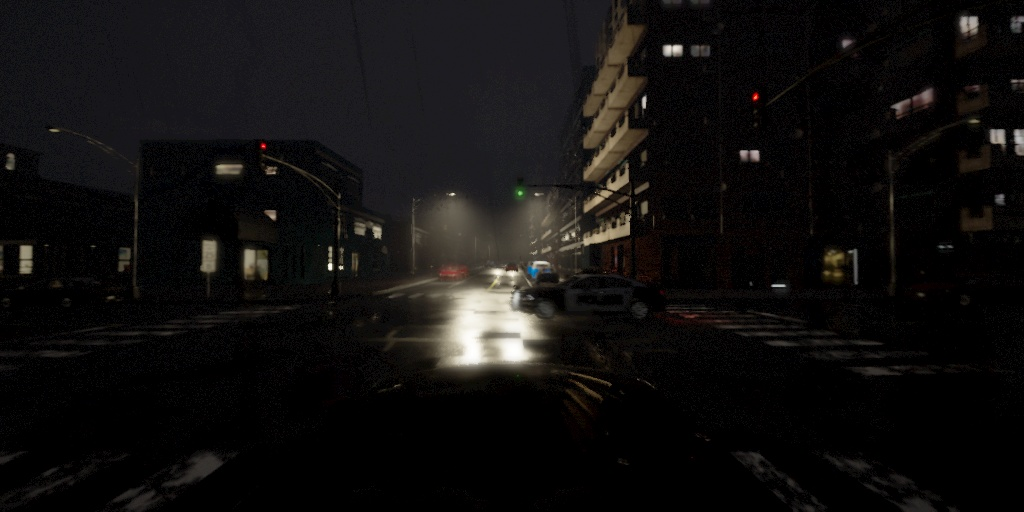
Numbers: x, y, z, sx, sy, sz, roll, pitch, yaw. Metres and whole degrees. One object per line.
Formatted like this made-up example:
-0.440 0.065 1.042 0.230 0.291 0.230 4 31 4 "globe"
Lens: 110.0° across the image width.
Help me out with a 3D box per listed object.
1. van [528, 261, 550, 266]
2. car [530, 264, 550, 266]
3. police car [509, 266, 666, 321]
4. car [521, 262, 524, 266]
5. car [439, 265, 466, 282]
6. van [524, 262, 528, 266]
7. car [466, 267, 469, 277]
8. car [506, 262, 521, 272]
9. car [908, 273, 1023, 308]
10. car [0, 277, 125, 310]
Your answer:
2.684 1.416 33.502 1.690 1.789 3.998 0 0 0 "van"
2.685 1.570 27.923 2.007 1.370 4.403 0 0 0 "car"
2.609 1.293 12.597 5.238 1.638 1.930 0 -1 1 "police car"
2.679 1.819 55.994 1.751 1.417 4.829 0 0 0 "car"
-5.697 1.657 33.465 1.802 1.307 4.207 0 0 0 "car"
2.682 1.527 44.664 1.690 1.789 3.998 0 0 0 "van"
-5.698 1.676 39.045 1.888 1.381 4.507 0 0 0 "car"
-0.013 1.873 57.412 1.994 1.385 4.181 0 -1 0 "car"
19.621 1.405 15.173 4.507 1.381 1.888 0 0 1 "car"
-19.718 1.597 15.703 4.403 1.370 2.007 0 0 1 "car"
